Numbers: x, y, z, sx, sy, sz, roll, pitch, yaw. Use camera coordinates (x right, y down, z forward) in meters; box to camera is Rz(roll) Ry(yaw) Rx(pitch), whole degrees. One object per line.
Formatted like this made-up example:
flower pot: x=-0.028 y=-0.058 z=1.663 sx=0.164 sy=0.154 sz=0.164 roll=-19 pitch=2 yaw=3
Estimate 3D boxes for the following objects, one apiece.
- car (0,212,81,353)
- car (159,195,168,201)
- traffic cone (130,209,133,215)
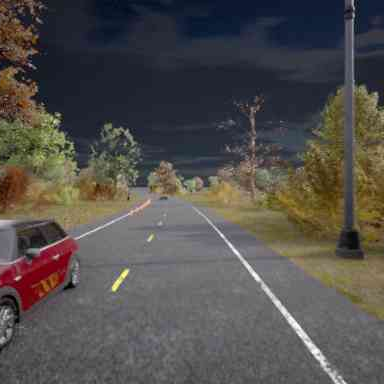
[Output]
car: x=-3.661 y=1.336 z=6.004 sx=2.097 sy=1.767 sz=4.553 roll=0 pitch=0 yaw=-1
car: x=-6.270 y=1.318 z=74.050 sx=1.895 sy=1.301 sz=4.718 roll=0 pitch=0 yaw=-7
traffic cone: x=-5.700 y=1.855 z=31.195 sx=0.340 sy=0.580 sz=0.340 roll=0 pitch=0 yaw=-3
